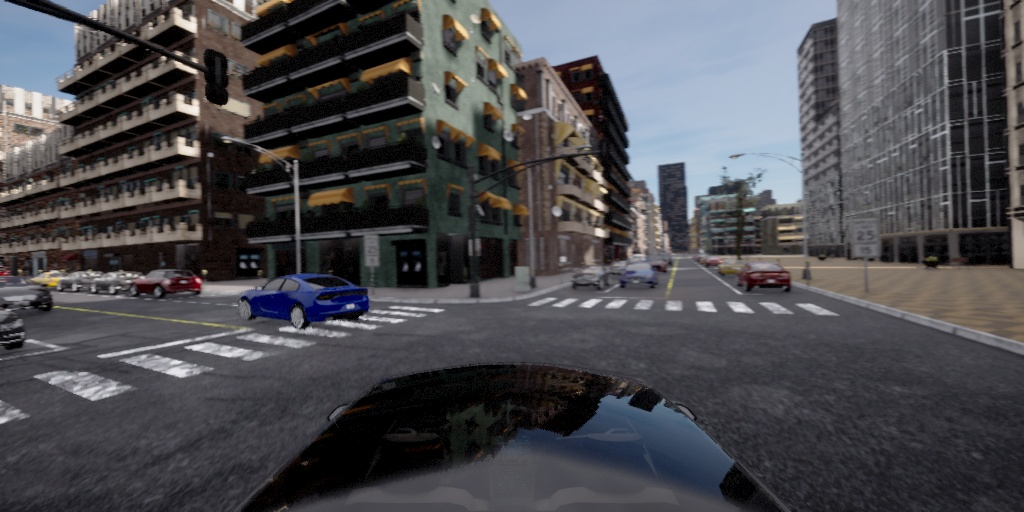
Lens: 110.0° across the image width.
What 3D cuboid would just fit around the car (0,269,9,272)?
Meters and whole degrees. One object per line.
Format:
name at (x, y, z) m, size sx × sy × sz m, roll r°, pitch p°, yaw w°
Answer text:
car at (-39.351, 1.927, 26.485) m, size 5.357 × 1.411 × 2.033 m, roll -1°, pitch 0°, yaw 25°

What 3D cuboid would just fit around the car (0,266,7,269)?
car at (-50.224, 1.870, 34.337) m, size 5.009 × 1.841 × 2.192 m, roll 0°, pitch 0°, yaw 24°

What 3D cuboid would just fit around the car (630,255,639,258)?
car at (14.130, 0.851, 41.402) m, size 1.967 × 1.591 × 4.097 m, roll 0°, pitch 0°, yaw 25°

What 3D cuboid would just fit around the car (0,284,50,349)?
car at (-13.172, 1.511, 8.297) m, size 4.403 × 1.370 × 2.007 m, roll 0°, pitch 0°, yaw 24°

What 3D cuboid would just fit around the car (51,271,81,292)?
car at (-29.950, 1.763, 25.125) m, size 4.403 × 1.370 × 2.007 m, roll 0°, pitch 0°, yaw 24°

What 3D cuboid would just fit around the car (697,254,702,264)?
car at (28.808, 0.523, 53.054) m, size 1.751 × 1.417 × 4.829 m, roll 0°, pitch 0°, yaw 25°

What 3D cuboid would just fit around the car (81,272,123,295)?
car at (-24.882, 1.678, 22.822) m, size 4.403 × 1.370 × 2.007 m, roll 0°, pitch 0°, yaw 24°

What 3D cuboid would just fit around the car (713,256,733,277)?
car at (17.114, 0.810, 27.985) m, size 1.751 × 1.417 × 4.829 m, roll 0°, pitch 0°, yaw 25°

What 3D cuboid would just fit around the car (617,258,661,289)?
car at (7.598, 1.084, 21.325) m, size 1.812 × 1.442 × 4.674 m, roll -2°, pitch 0°, yaw 25°

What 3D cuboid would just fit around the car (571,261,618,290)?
car at (4.775, 1.195, 21.347) m, size 2.007 × 1.370 × 4.403 m, roll 0°, pitch 0°, yaw 25°

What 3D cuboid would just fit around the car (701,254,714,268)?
car at (24.059, 0.693, 42.872) m, size 1.802 × 1.307 × 4.207 m, roll 0°, pitch 0°, yaw 25°

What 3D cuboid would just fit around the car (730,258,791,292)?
car at (12.365, 0.948, 17.804) m, size 1.888 × 1.381 × 4.507 m, roll 0°, pitch 0°, yaw 25°

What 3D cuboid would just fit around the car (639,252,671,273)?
car at (13.978, 0.752, 34.992) m, size 2.097 × 1.767 × 4.553 m, roll -2°, pitch -1°, yaw 26°

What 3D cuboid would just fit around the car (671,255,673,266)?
car at (22.184, 0.476, 52.375) m, size 2.150 × 2.045 × 5.566 m, roll -2°, pitch 0°, yaw 25°

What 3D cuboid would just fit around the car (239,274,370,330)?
car at (-6.808, 1.322, 11.610) m, size 5.008 × 1.535 × 1.882 m, roll 0°, pitch 0°, yaw 30°

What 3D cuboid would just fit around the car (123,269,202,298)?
car at (-19.813, 1.482, 20.519) m, size 4.097 × 1.591 × 1.967 m, roll 0°, pitch 0°, yaw 24°

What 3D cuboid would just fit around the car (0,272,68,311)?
car at (-20.832, 1.570, 14.613) m, size 4.902 × 1.511 × 2.128 m, roll -1°, pitch 0°, yaw 24°
